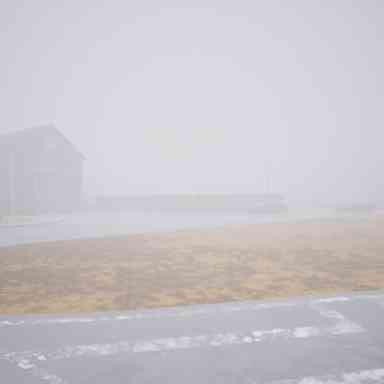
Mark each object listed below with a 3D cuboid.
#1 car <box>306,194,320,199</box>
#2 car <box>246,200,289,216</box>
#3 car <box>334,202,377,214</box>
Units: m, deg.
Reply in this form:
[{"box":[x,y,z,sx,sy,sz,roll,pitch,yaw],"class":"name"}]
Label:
[{"box":[31.753,1.876,85.649,2.242,1.667,4.611,-1,0,35],"class":"car"},{"box":[7.800,1.619,34.084,5.008,1.535,1.882,0,-1,-33],"class":"car"},{"box":[17.701,1.700,35.869,4.718,1.301,1.895,0,-1,-27],"class":"car"}]
